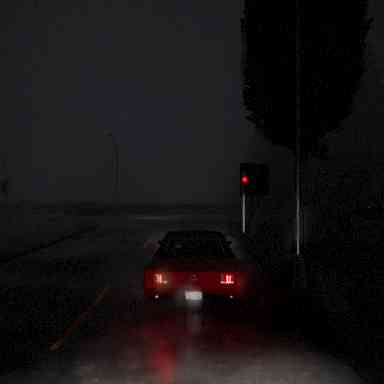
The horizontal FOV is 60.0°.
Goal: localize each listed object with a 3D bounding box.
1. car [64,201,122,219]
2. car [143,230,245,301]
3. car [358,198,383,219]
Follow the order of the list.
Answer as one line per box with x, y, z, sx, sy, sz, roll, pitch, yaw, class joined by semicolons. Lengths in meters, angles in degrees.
-8.532;1.493;28.823;4.902;1.511;2.128;0;0;0;car
0.064;1.601;8.276;1.895;1.301;4.718;0;0;1;car
16.960;1.352;28.724;4.553;1.767;2.097;0;0;0;car
